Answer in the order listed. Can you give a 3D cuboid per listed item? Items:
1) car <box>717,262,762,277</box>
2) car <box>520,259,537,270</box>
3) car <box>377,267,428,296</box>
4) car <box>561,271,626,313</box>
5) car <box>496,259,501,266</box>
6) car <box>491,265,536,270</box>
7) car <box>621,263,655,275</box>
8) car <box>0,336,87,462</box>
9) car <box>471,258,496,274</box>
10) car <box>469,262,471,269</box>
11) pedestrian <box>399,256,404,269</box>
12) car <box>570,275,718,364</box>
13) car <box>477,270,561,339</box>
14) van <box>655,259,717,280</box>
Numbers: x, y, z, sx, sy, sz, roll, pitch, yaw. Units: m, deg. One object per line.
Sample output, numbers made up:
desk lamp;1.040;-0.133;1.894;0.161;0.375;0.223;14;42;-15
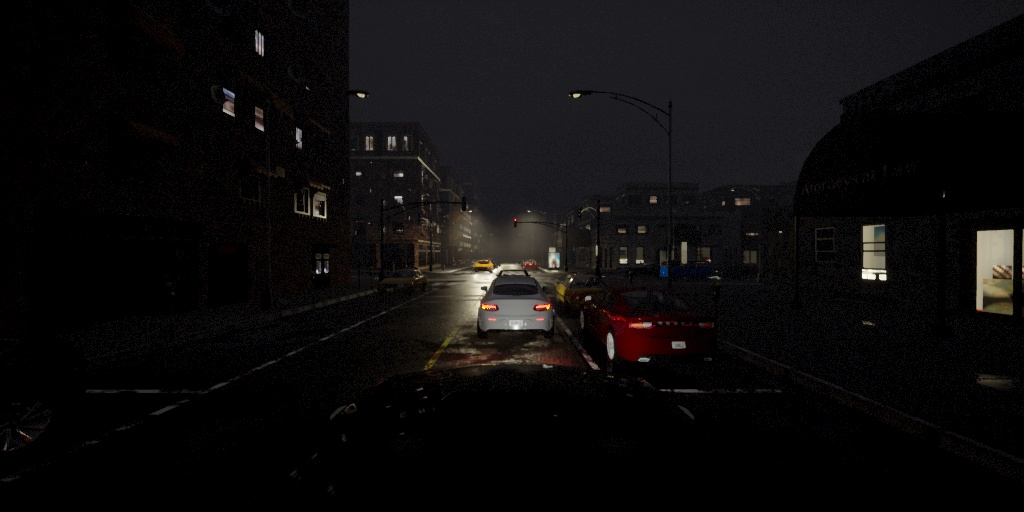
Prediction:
car;22.578;1.368;36.031;4.181;1.385;1.994;0;0;0
car;2.593;1.213;51.850;1.967;1.591;4.097;0;0;0
car;-5.725;1.278;19.197;1.751;1.417;4.829;0;0;0
car;2.667;1.276;13.852;1.751;1.417;4.829;0;0;0
car;-3.196;1.271;56.464;2.128;1.511;4.902;0;0;0
car;0.076;1.353;19.110;1.895;1.301;4.718;0;0;0
car;13.423;1.382;35.949;4.718;1.301;1.895;0;0;-1
car;-5.692;1.316;2.277;1.948;1.339;4.313;0;0;0
car;-3.172;1.209;40.857;1.882;1.535;5.008;0;-1;0
car;-5.799;1.331;57.518;2.007;1.370;4.403;0;0;0
pedestrian;-12.707;0.831;41.234;0.375;1.860;0.375;0;0;-1
car;2.678;1.295;7.985;1.888;1.381;4.507;0;0;0
car;0.084;1.276;9.999;1.812;1.442;4.674;0;0;0
van;14.600;1.164;30.172;3.998;1.789;1.690;0;0;-1
